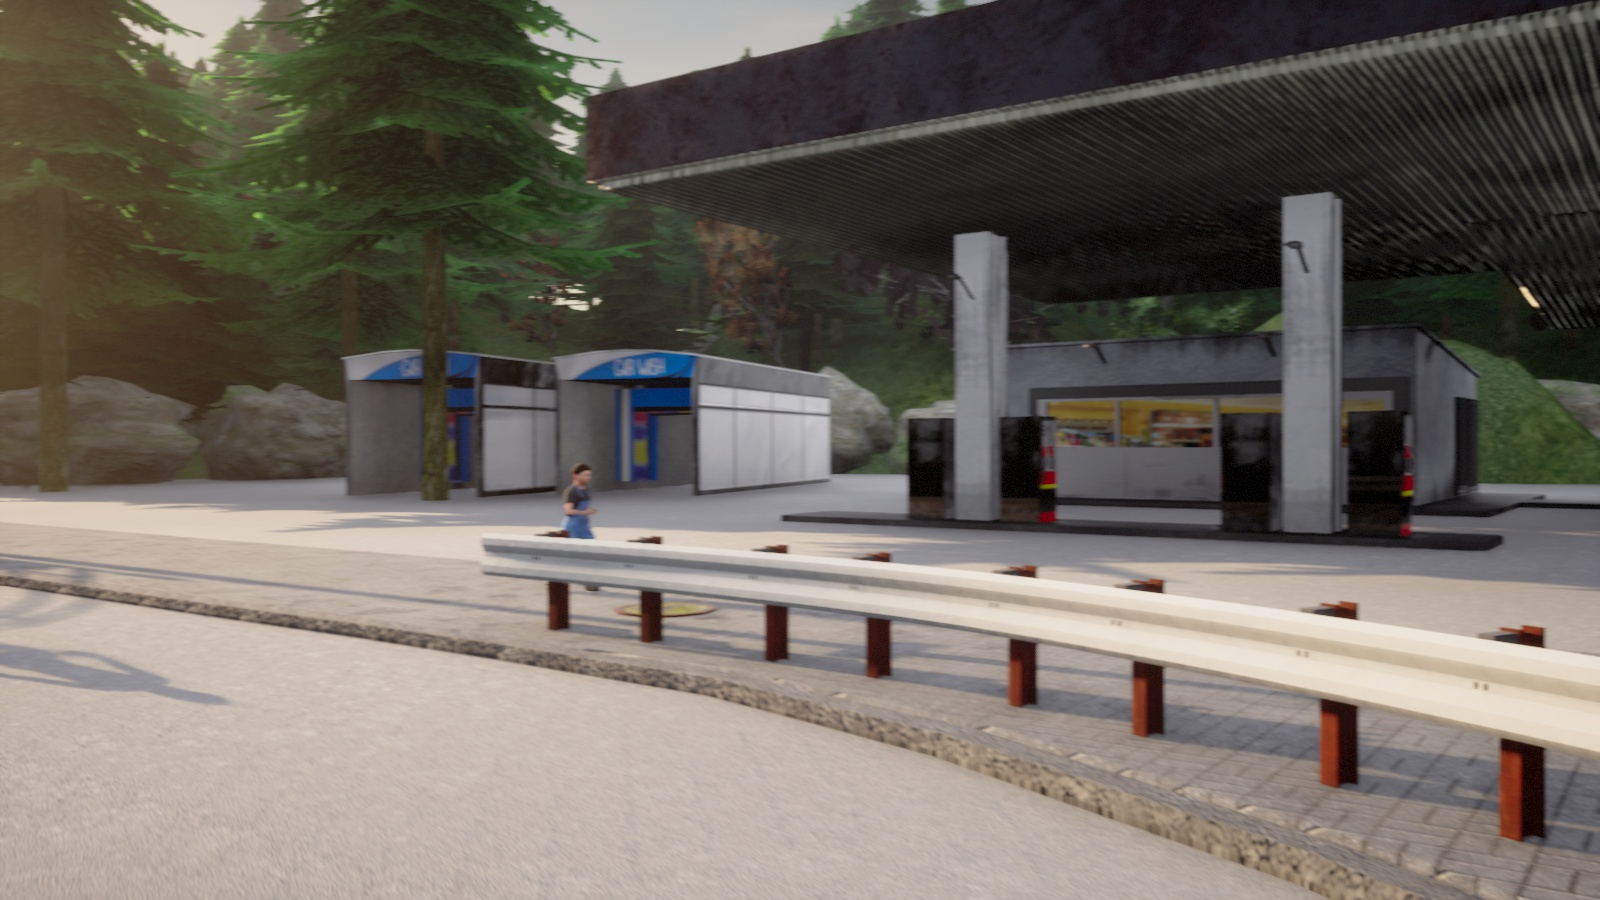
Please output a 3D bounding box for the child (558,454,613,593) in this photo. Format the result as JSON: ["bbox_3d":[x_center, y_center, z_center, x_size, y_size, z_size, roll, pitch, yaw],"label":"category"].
[{"bbox_3d":[-1.995,0.671,11.693,0.437,1.263,0.270,0,0,35],"label":"child"}]
